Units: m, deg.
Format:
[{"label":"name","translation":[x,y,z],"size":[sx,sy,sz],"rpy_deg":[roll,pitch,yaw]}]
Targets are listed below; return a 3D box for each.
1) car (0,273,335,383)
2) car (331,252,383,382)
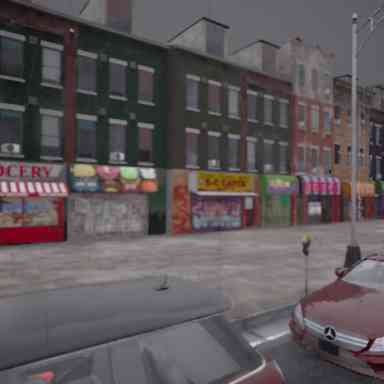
[{"label":"car","translation":[-1.279,1.440,1.899],"size":[4.097,1.590,1.967],"rpy_deg":[1,-1,-35]},{"label":"car","translation":[3.340,1.643,5.193],"size":[4.206,1.307,1.802],"rpy_deg":[1,-1,-35]}]
